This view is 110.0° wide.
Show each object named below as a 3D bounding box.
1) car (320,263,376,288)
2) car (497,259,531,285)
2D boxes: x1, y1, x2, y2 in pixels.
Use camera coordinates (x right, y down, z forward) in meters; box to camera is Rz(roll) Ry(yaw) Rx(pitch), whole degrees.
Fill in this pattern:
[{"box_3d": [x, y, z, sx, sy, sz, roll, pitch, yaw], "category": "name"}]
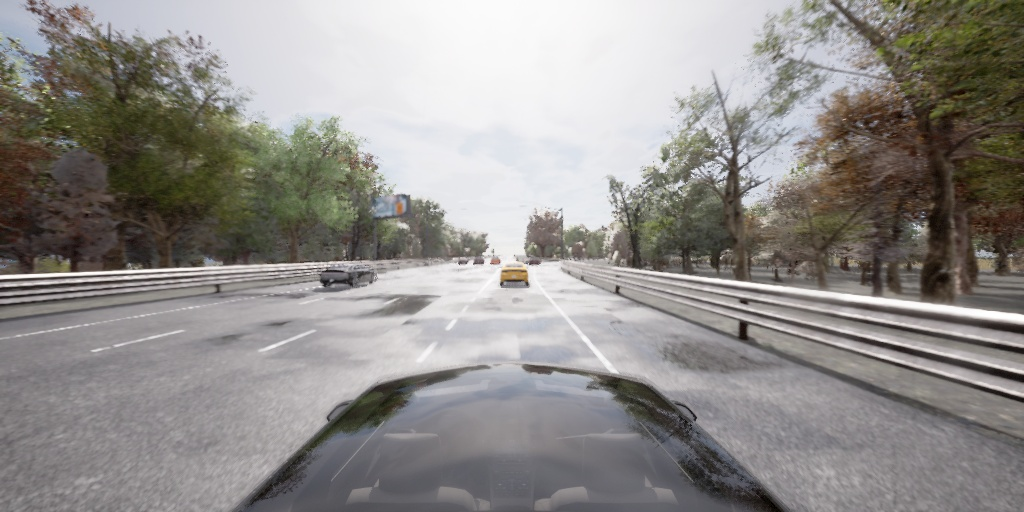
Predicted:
[{"box_3d": [-10.397, 1.205, 23.116, 2.128, 1.511, 4.902, 0, 0, 0], "category": "car"}, {"box_3d": [0.198, 1.186, 25.664, 1.882, 1.535, 5.008, 0, 0, 1], "category": "car"}]
